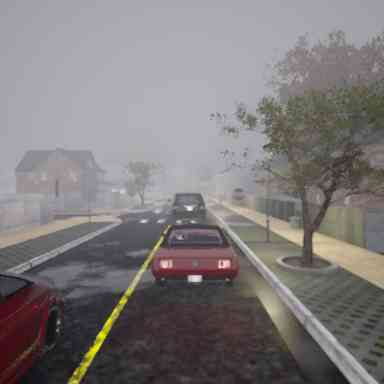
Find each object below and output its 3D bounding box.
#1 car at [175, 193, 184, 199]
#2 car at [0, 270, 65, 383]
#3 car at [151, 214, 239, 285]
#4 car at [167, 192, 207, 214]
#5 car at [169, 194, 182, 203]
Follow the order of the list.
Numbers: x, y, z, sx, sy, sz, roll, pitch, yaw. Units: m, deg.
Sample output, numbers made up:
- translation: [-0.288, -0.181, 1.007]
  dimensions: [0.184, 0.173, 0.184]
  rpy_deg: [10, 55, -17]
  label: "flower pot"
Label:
- translation: [-2.748, 0.861, 73.804]
  dimensions: [1.895, 1.301, 4.718]
  rpy_deg: [0, 0, 0]
  label: "car"
- translation: [-2.843, 1.534, 3.170]
  dimensions: [1.994, 1.385, 4.181]
  rpy_deg: [0, 1, 0]
  label: "car"
- translation: [0.079, 1.517, 9.205]
  dimensions: [1.895, 1.301, 4.718]
  rpy_deg: [0, 0, 0]
  label: "car"
- translation: [-0.383, 1.032, 21.506]
  dimensions: [2.150, 2.045, 5.566]
  rpy_deg: [0, 0, -6]
  label: "car"
- translation: [-2.797, 1.110, 57.774]
  dimensions: [2.033, 1.411, 5.357]
  rpy_deg: [0, 0, 1]
  label: "car"
